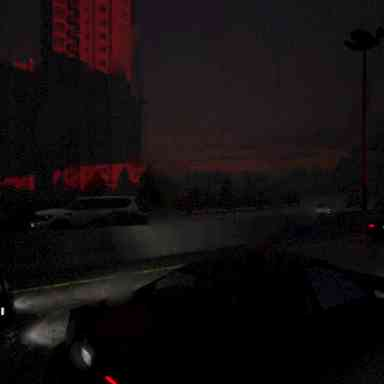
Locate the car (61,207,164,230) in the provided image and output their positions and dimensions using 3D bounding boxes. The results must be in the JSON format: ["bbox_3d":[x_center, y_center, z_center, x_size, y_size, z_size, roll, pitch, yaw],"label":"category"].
[{"bbox_3d":[-3.210,1.562,14.663,4.181,1.385,1.994,0,0,-36],"label":"car"}]

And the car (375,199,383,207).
[{"bbox_3d":[26.666,1.646,46.361,1.994,1.385,4.181,0,0,30],"label":"car"}]

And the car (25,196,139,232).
[{"bbox_3d":[-5.328,1.220,17.401,5.566,2.045,2.150,0,0,-36],"label":"car"}]

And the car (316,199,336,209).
[{"bbox_3d":[19.014,1.679,47.152,1.895,1.301,4.718,0,0,32],"label":"car"}]

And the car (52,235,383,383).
[{"bbox_3d":[1.069,1.547,4.508,5.357,1.411,2.033,0,0,-36],"label":"car"}]

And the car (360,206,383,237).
[{"bbox_3d":[10.183,1.546,15.736,5.357,1.411,2.033,0,0,-40],"label":"car"}]

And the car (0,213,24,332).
[{"bbox_3d":[-4.994,1.353,4.483,4.553,1.767,2.097,0,0,-35],"label":"car"}]

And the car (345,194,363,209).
[{"bbox_3d":[23.361,1.306,47.546,2.150,2.045,5.566,0,0,31],"label":"car"}]

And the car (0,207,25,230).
[{"bbox_3d":[-10.021,1.548,18.338,5.357,1.411,2.033,0,0,-35],"label":"car"}]
